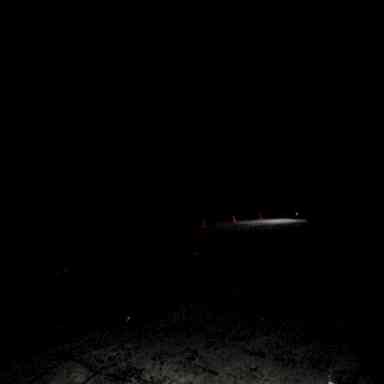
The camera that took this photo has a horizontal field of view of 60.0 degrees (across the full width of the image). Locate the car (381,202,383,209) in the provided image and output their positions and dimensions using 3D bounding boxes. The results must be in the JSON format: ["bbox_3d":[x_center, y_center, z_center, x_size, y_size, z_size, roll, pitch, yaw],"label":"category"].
[{"bbox_3d":[44.308,2.981,73.964,2.097,1.767,4.553,0,3,-8],"label":"car"}]

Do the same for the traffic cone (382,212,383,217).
[{"bbox_3d":[26.576,3.112,46.193,0.340,0.580,0.340,3,-1,-30],"label":"traffic cone"}]

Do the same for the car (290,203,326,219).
[{"bbox_3d":[11.429,1.850,32.589,2.128,1.511,4.902,0,-2,44],"label":"car"}]

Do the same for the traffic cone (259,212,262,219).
[{"bbox_3d":[6.235,2.165,30.309,0.340,0.580,0.340,0,-1,38],"label":"traffic cone"}]

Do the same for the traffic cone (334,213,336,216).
[{"bbox_3d":[17.693,2.700,41.164,0.340,0.580,0.340,3,-1,-34],"label":"traffic cone"}]
